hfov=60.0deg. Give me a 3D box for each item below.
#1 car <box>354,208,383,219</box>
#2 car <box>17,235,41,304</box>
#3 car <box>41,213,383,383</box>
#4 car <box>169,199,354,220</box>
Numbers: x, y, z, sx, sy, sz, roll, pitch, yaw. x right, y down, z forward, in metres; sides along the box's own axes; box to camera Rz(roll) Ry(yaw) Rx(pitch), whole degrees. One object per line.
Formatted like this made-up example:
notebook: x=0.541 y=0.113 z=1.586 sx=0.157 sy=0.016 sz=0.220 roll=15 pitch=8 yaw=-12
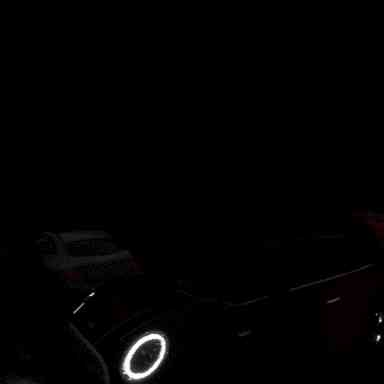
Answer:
car: x=4.120 y=1.362 z=12.344 sx=2.185 sy=1.767 sz=4.553 roll=0 pitch=0 yaw=-35
car: x=-2.674 y=1.521 z=7.535 sx=2.002 sy=1.452 sz=4.674 roll=0 pitch=0 yaw=-35
car: x=0.679 y=1.353 z=4.474 sx=4.553 sy=1.767 sz=2.097 roll=0 pitch=0 yaw=-35
car: x=1.829 y=1.232 z=10.784 sx=2.435 sy=2.045 sz=5.566 roll=0 pitch=0 yaw=-35
